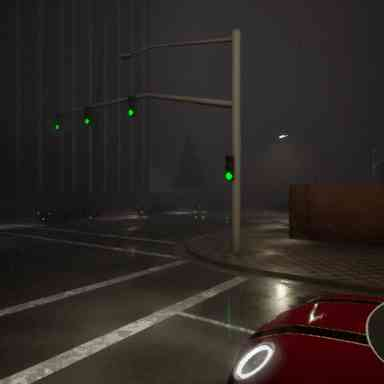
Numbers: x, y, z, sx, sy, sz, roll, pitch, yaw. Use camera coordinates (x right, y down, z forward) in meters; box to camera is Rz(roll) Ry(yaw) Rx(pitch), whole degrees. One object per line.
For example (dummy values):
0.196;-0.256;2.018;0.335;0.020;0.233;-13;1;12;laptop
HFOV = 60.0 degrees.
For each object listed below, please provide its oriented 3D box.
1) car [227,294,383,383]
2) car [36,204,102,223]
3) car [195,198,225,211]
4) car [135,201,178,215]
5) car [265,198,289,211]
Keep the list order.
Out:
2.471;1.352;2.195;4.553;1.767;2.097;0;0;36;car
-9.303;1.601;25.436;1.895;1.301;4.718;0;0;35;car
2.318;1.491;41.805;2.128;1.511;4.902;0;0;36;car
-3.524;1.601;33.593;1.895;1.301;4.718;0;0;35;car
10.758;1.491;41.319;2.128;1.511;4.902;0;0;36;car
